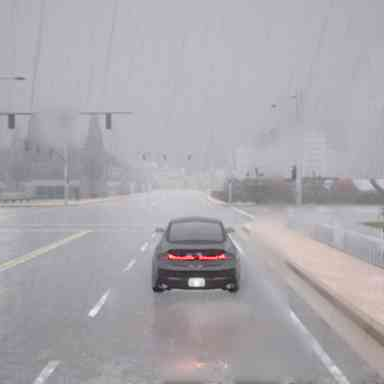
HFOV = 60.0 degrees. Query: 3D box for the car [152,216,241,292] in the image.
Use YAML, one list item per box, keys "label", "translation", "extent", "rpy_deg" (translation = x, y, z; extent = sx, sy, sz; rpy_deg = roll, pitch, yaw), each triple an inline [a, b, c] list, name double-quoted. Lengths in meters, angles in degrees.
- label: "car"
  translation: [0.083, 1.369, 8.512]
  extent: [1.837, 1.490, 4.892]
  rpy_deg: [0, 1, 0]
